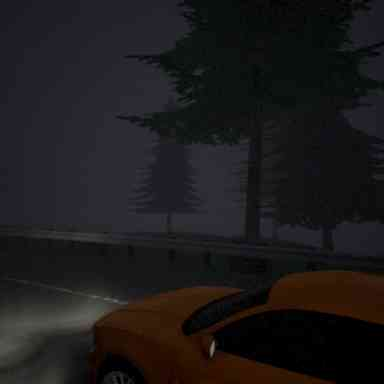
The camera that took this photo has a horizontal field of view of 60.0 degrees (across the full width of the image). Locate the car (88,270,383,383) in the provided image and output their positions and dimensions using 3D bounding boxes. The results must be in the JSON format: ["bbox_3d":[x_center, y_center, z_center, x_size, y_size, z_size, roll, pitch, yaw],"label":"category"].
[{"bbox_3d":[1.211,1.471,2.859,5.008,1.535,1.882,0,0,35],"label":"car"}]
